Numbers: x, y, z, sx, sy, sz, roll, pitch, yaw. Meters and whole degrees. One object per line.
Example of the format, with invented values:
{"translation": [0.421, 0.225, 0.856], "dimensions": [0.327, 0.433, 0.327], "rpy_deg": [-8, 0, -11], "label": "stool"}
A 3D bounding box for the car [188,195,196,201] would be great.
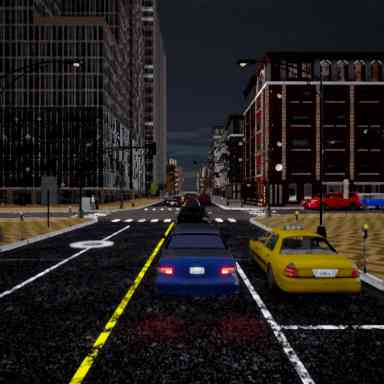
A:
{"translation": [-0.005, 1.555, 83.713], "dimensions": [1.994, 1.385, 4.181], "rpy_deg": [0, 0, 0], "label": "car"}

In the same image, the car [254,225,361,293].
{"translation": [2.564, 1.525, 8.711], "dimensions": [1.752, 1.417, 4.829], "rpy_deg": [0, 0, 0], "label": "car"}

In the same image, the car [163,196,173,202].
{"translation": [-5.321, 1.552, 74.543], "dimensions": [2.008, 1.369, 4.403], "rpy_deg": [0, 0, 0], "label": "car"}

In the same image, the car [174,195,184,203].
{"translation": [-2.754, 1.479, 71.313], "dimensions": [1.882, 1.535, 5.008], "rpy_deg": [0, 0, 0], "label": "car"}

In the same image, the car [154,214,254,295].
{"translation": [0.096, 1.547, 8.859], "dimensions": [2.033, 1.411, 5.357], "rpy_deg": [0, 0, 0], "label": "car"}

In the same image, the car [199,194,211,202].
{"translation": [2.560, 1.315, 63.357], "dimensions": [2.192, 1.841, 5.009], "rpy_deg": [0, 0, 0], "label": "car"}

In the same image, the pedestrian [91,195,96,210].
{"translation": [-12.351, 1.268, 41.546], "dimensions": [0.375, 1.860, 0.375], "rpy_deg": [0, 1, -1], "label": "pedestrian"}

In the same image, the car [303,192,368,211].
{"translation": [15.617, 1.001, 36.445], "dimensions": [5.566, 2.045, 2.150], "rpy_deg": [-1, 0, -1], "label": "car"}

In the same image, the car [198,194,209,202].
{"translation": [2.559, 1.316, 74.543], "dimensions": [2.192, 1.841, 5.009], "rpy_deg": [0, 0, 0], "label": "car"}

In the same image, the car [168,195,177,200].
{"translation": [-5.322, 1.554, 91.322], "dimensions": [2.008, 1.369, 4.403], "rpy_deg": [0, 0, 0], "label": "car"}

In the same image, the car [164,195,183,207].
{"translation": [-2.847, 1.491, 51.200], "dimensions": [2.128, 1.511, 4.902], "rpy_deg": [0, 0, 0], "label": "car"}

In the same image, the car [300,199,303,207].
{"translation": [15.311, 1.093, 38.902], "dimensions": [5.009, 1.841, 2.192], "rpy_deg": [-1, 1, -1], "label": "car"}

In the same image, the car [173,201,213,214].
{"translation": [0.082, 1.504, 18.600], "dimensions": [1.837, 1.490, 4.892], "rpy_deg": [0, 0, 0], "label": "car"}

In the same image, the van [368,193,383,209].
{"translation": [20.967, 1.048, 38.963], "dimensions": [3.998, 1.788, 1.690], "rpy_deg": [-1, 1, -1], "label": "van"}

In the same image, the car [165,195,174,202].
{"translation": [-5.322, 1.547, 80.136], "dimensions": [1.887, 1.381, 4.507], "rpy_deg": [0, 0, 0], "label": "car"}
